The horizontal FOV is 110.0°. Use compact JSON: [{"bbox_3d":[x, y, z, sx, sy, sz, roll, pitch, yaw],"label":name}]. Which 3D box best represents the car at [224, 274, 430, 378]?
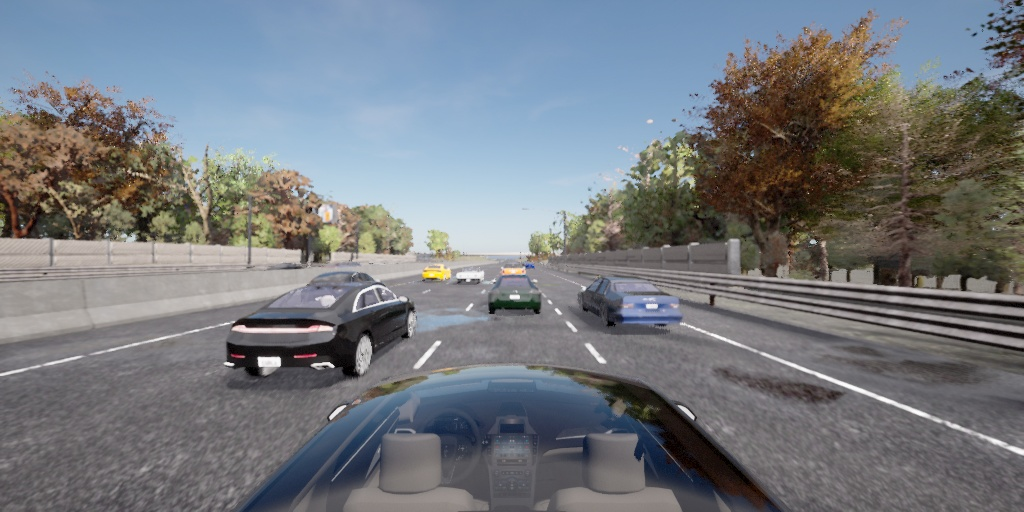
[{"bbox_3d":[-3.399,1.292,7.449,2.128,1.511,4.902,0,-1,0],"label":"car"}]

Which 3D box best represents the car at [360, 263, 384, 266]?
[{"bbox_3d":[-17.578,1.689,46.603,1.812,1.442,4.674,0,-1,0],"label":"car"}]

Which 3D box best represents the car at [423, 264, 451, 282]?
[{"bbox_3d":[-6.898,1.515,33.258,1.882,1.535,5.008,0,-1,0],"label":"car"}]

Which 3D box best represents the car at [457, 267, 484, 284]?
[{"bbox_3d":[-3.396,1.610,30.199,1.895,1.301,4.718,0,-1,0],"label":"car"}]

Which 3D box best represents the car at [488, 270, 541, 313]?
[{"bbox_3d":[0.100,1.429,14.597,1.994,1.385,4.181,0,-1,0],"label":"car"}]

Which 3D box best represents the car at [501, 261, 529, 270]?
[{"bbox_3d":[0.099,1.372,31.341,2.097,1.767,4.553,0,-1,0],"label":"car"}]

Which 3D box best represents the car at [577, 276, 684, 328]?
[{"bbox_3d":[3.550,1.372,11.804,2.033,1.411,5.357,0,-1,-2],"label":"car"}]

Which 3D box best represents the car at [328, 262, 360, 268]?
[{"bbox_3d":[-21.081,1.510,46.083,2.097,1.767,4.553,0,0,0],"label":"car"}]

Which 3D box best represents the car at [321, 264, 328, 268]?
[{"bbox_3d":[-24.567,1.713,49.187,1.812,1.442,4.674,0,-1,0],"label":"car"}]

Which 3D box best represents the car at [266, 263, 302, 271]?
[{"bbox_3d":[-28.079,1.619,44.300,1.882,1.535,5.008,0,-1,0],"label":"car"}]

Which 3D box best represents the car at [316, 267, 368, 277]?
[{"bbox_3d":[-6.900,1.376,15.174,1.837,1.490,4.892,0,0,0],"label":"car"}]
